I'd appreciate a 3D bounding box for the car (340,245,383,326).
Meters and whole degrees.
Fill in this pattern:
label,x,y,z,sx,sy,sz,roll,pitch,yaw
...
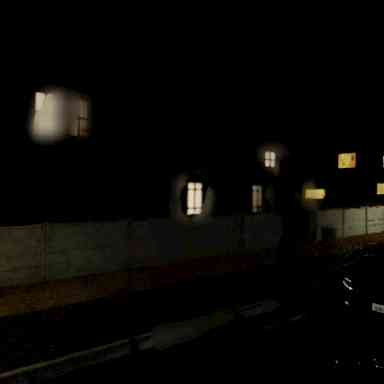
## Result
label,x,y,z,sx,sy,sz,roll,pitch,yaw
car,4.858,1.475,6.448,5.008,1.535,1.882,0,0,-36
